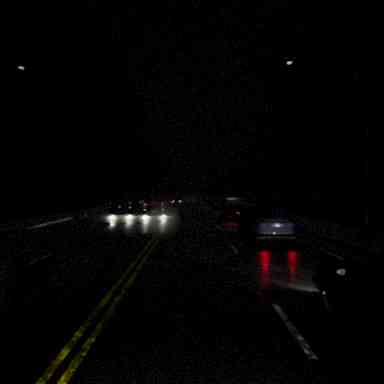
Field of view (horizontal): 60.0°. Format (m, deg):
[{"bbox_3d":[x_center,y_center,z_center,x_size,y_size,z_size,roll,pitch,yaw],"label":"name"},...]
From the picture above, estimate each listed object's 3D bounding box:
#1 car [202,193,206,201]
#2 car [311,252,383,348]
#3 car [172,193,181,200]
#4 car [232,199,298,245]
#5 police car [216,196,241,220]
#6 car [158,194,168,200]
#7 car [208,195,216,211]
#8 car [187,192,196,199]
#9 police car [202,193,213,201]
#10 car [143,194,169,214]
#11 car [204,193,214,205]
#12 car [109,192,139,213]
[{"bbox_3d":[3.160,1.067,58.849,2.033,1.649,4.856,0,0,0],"label":"car"},{"bbox_3d":[3.344,1.512,4.374,2.033,1.411,5.357,0,0,0],"label":"car"},{"bbox_3d":[-3.362,1.006,73.234,1.882,1.535,5.008,0,0,0],"label":"car"},{"bbox_3d":[3.227,1.319,14.848,2.033,1.649,4.856,0,0,0],"label":"car"},{"bbox_3d":[3.210,1.239,25.957,1.930,1.638,5.238,0,0,0],"label":"police car"},{"bbox_3d":[-6.615,1.101,75.239,1.812,1.442,4.674,0,0,0],"label":"car"},{"bbox_3d":[3.194,1.313,36.849,1.994,1.385,4.181,0,0,0],"label":"car"},{"bbox_3d":[-0.121,0.940,79.143,2.128,1.511,4.902,0,0,0],"label":"car"},{"bbox_3d":[3.143,1.098,69.851,2.038,1.542,4.974,0,0,0],"label":"police car"},{"bbox_3d":[-3.394,1.131,31.680,2.097,1.767,4.553,0,0,0],"label":"car"},{"bbox_3d":[3.177,1.254,47.849,1.994,1.385,4.181,0,0,0],"label":"car"},{"bbox_3d":[-6.648,0.992,33.214,2.150,2.045,5.566,0,0,0],"label":"car"}]
